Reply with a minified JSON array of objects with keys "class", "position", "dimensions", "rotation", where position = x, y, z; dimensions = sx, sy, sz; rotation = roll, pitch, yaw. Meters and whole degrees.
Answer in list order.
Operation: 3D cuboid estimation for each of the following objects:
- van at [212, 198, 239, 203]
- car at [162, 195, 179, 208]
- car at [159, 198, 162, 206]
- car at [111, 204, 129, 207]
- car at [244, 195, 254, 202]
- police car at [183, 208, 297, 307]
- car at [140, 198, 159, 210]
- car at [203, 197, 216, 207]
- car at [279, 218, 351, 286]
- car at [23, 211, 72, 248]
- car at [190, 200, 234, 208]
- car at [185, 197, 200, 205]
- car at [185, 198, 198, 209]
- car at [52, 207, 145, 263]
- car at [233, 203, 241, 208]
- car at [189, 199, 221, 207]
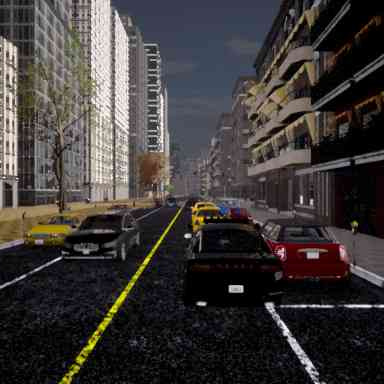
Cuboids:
[{"class":"van","position":[2.734,1.352,25.971],"dimensions":[1.690,1.788,3.998],"rotation":[0,0,0]},{"class":"car","position":[-2.918,1.554,48.223],"dimensions":[1.812,1.442,4.674],"rotation":[0,0,0]},{"class":"car","position":[-5.600,1.579,53.649],"dimensions":[1.887,1.381,4.507],"rotation":[0,0,0]},{"class":"car","position":[-5.647,1.593,25.986],"dimensions":[1.802,1.307,4.206],"rotation":[0,0,0]},{"class":"car","position":[13.549,1.403,73.023],"dimensions":[4.403,1.369,2.008],"rotation":[-1,1,0]},{"class":"police car","position":[0.823,1.427,8.180],"dimensions":[1.930,1.638,5.238],"rotation":[0,0,2]},{"class":"car","position":[-5.619,1.548,42.414],"dimensions":[1.752,1.417,4.829],"rotation":[0,0,0]},{"class":"car","position":[2.780,1.585,53.635],"dimensions":[2.008,1.369,4.403],"rotation":[0,0,0]},{"class":"car","position":[2.706,1.442,9.373],"dimensions":[1.967,1.590,4.097],"rotation":[0,0,0]},{"class":"car","position":[-5.665,1.529,14.750],"dimensions":[1.752,1.417,4.829],"rotation":[0,0,0]},{"class":"car","position":[0.932,1.461,18.235],"dimensions":[1.801,1.575,5.366],"rotation":[0,0,0]},{"class":"car","position":[0.131,1.642,59.166],"dimensions":[1.895,1.301,4.718],"rotation":[0,0,8]},{"class":"car","position":[0.112,1.504,46.090],"dimensions":[1.882,1.535,5.008],"rotation":[0,0,0]},{"class":"car","position":[-3.079,1.508,12.119],"dimensions":[1.837,1.490,4.892],"rotation":[0,0,0]},{"class":"car","position":[2.724,1.589,20.439],"dimensions":[1.802,1.307,4.206],"rotation":[0,0,0]},{"class":"car","position":[0.941,1.488,24.046],"dimensions":[1.882,1.535,5.008],"rotation":[0,0,0]}]
